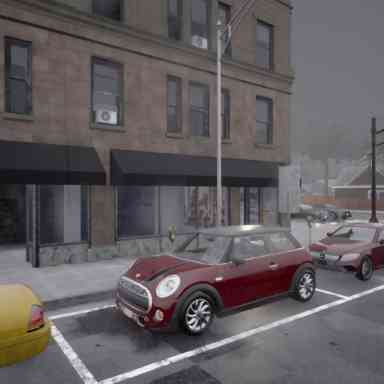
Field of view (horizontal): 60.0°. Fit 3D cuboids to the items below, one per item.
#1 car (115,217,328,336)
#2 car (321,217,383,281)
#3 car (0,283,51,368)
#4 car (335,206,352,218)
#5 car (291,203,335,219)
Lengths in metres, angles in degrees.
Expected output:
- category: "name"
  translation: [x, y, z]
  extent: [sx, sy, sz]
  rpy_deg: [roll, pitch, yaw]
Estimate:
- category: "car"
  translation: [0.572, 1.440, 6.600]
  extent: [4.097, 1.590, 1.967]
  rpy_deg: [0, 0, -36]
- category: "car"
  translation: [5.059, 1.582, 9.813]
  extent: [4.206, 1.307, 1.802]
  rpy_deg: [0, 0, -36]
- category: "car"
  translation: [-4.053, 1.525, 3.288]
  extent: [4.829, 1.417, 1.752]
  rpy_deg: [0, 0, -36]
- category: "car"
  translation: [11.522, 1.658, 28.763]
  extent: [1.994, 1.385, 4.181]
  rpy_deg: [0, 0, -36]
- category: "car"
  translation: [8.753, 1.623, 27.051]
  extent: [1.812, 1.442, 4.674]
  rpy_deg: [0, 0, -36]
